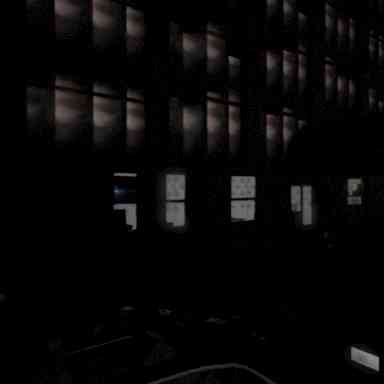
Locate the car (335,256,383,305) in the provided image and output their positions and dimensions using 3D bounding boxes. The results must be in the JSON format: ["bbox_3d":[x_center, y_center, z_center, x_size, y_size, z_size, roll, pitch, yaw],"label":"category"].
[{"bbox_3d":[3.787,1.563,5.111,4.313,1.339,1.947,0,0,-35],"label":"car"}]

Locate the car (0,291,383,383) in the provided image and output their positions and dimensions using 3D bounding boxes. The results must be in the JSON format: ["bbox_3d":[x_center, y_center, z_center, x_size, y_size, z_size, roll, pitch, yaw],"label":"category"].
[{"bbox_3d":[-0.863,1.536,1.843,4.403,1.369,2.008,0,0,-35],"label":"car"}]
